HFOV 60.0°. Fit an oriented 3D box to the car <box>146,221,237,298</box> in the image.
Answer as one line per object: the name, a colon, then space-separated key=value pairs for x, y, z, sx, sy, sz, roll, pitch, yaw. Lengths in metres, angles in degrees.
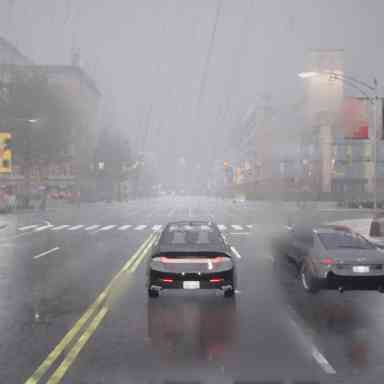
car: x=-0.020 y=1.491 z=8.530 sx=2.128 sy=1.511 sz=4.902 roll=0 pitch=0 yaw=0

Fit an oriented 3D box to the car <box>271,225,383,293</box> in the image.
car: x=3.479 y=1.564 z=8.867 sx=1.994 sy=1.385 sz=4.181 roll=0 pitch=0 yaw=0

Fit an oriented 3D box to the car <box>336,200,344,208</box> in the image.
car: x=22.793 y=1.491 z=46.591 sx=4.902 sy=1.511 sz=2.128 roll=0 pitch=0 yaw=0

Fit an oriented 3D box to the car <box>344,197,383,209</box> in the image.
car: x=23.014 y=1.477 z=43.096 sx=5.008 sy=1.535 sz=1.882 roll=0 pitch=0 yaw=0

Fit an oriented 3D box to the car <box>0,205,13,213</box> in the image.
car: x=-21.373 y=1.600 z=34.595 sx=4.718 sy=1.301 sz=1.895 roll=0 pitch=0 yaw=0
